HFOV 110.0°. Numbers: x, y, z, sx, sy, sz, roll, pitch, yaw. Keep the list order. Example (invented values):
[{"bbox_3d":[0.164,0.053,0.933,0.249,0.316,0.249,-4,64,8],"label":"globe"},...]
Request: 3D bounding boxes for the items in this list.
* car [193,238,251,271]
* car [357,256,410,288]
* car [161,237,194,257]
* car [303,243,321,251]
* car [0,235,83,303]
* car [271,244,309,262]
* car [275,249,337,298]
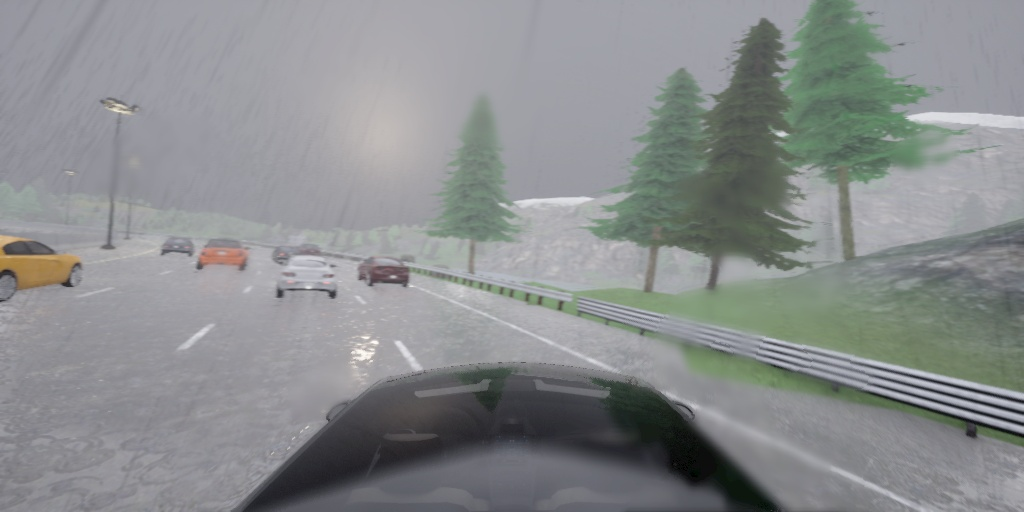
[{"bbox_3d":[-16.464,-0.168,20.725,2.097,1.767,4.553,5,0,-34],"label":"car"},{"bbox_3d":[-6.905,0.733,19.062,1.882,1.535,5.008,5,0,-32],"label":"car"},{"bbox_3d":[-26.424,-0.753,28.477,2.033,1.411,5.357,5,0,-39],"label":"car"},{"bbox_3d":[-23.314,-0.644,40.904,2.097,1.767,4.553,5,0,-42],"label":"car"},{"bbox_3d":[-13.124,0.183,9.006,1.882,1.535,5.008,5,0,-31],"label":"car"},{"bbox_3d":[-19.325,-0.163,30.741,2.033,1.411,5.357,5,0,-38],"label":"car"},{"bbox_3d":[-7.824,0.684,13.720,1.812,1.442,4.674,5,0,-31],"label":"car"}]
